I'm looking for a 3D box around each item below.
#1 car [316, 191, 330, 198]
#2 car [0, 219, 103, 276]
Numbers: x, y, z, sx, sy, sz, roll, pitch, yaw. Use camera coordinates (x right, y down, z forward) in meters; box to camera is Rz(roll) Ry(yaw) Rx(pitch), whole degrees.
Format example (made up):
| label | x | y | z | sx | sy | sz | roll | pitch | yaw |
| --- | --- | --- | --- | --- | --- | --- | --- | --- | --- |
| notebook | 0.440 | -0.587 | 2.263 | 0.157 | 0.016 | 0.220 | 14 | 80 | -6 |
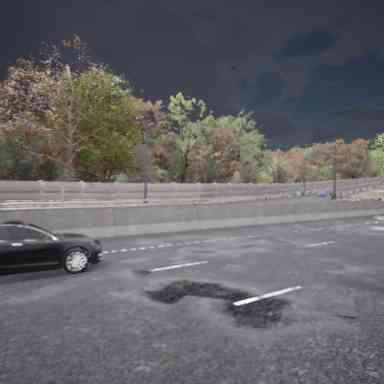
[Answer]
| label | x | y | z | sx | sy | sz | roll | pitch | yaw |
| --- | --- | --- | --- | --- | --- | --- | --- | --- | --- |
| car | 30.768 | 0.579 | 79.185 | 1.882 | 1.535 | 5.008 | 0 | 1 | 32 |
| car | -4.853 | 1.503 | 8.884 | 4.892 | 1.490 | 1.837 | 0 | 0 | -36 |
